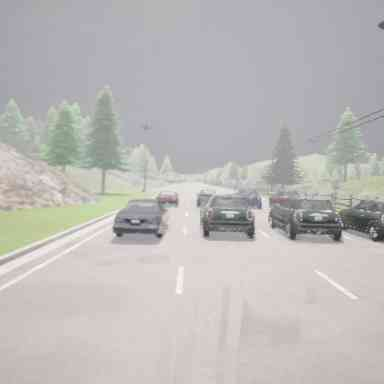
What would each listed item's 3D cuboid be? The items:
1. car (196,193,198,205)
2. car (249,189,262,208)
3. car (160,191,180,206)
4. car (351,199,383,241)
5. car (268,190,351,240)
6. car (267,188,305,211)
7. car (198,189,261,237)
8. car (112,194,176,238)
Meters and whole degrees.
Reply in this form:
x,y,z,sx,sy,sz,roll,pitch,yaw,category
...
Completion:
x,y,z,sx,sy,sz,roll,pitch,yaw,category
1.421,0.545,30.296,2.128,1.511,4.902,2,2,0,car
4.924,0.515,30.228,2.097,1.767,4.553,2,2,0,car
-2.082,0.554,30.015,1.895,1.301,4.718,2,2,0,car
8.501,1.108,15.258,2.097,1.767,4.553,2,2,0,car
5.002,1.000,15.236,2.097,1.767,4.553,2,2,0,car
8.423,0.623,30.250,2.097,1.767,4.553,2,2,0,car
1.504,0.891,15.214,2.097,1.767,4.553,2,2,0,car
-2.005,1.008,14.308,2.033,1.411,5.357,2,2,0,car
